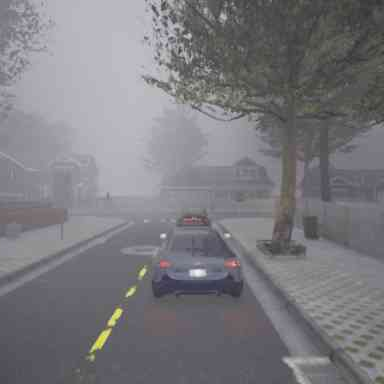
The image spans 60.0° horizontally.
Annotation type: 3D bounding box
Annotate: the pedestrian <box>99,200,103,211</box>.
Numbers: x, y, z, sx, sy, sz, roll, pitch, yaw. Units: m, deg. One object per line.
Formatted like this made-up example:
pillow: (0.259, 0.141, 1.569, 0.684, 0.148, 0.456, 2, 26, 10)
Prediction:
pedestrian: (-9.786, 1.369, 35.788, 0.375, 1.300, 0.375, 0, 0, -1)

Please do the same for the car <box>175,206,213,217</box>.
car: (0.105, 1.517, 18.468, 1.837, 1.490, 4.892, 0, 0, 1)

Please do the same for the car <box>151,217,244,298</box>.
car: (0.095, 1.569, 8.567, 1.994, 1.385, 4.181, 0, 0, -1)
